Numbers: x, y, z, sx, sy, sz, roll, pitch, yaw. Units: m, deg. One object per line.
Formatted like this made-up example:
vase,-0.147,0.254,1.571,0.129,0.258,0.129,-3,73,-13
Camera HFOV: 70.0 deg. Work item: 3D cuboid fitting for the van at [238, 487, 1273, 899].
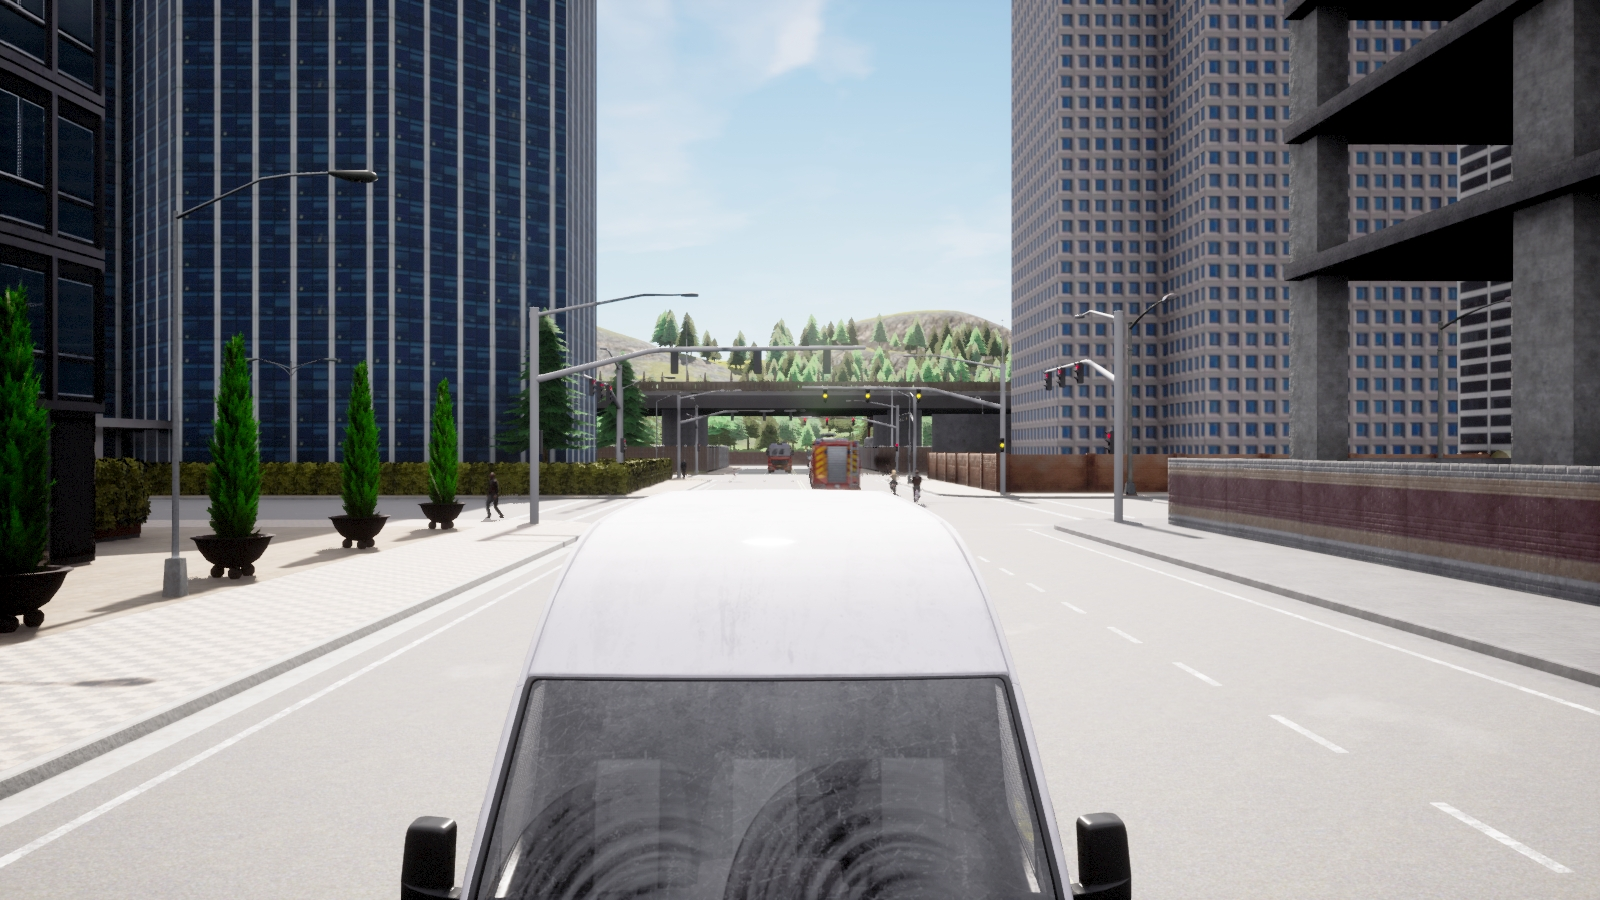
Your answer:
van,-0.128,1.535,5.152,1.988,2.561,5.915,0,0,-1

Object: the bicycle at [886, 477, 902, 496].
bicycle,5.733,2.233,69.881,0.859,1.126,1.487,0,0,-1

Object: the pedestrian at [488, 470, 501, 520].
pedestrian,-11.594,1.696,43.362,0.375,1.860,0.375,0,0,-44

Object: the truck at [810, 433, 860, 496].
truck,2.171,0.890,74.163,2.891,3.827,8.468,0,0,-1

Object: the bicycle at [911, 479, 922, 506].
bicycle,5.930,2.160,58.327,0.329,1.271,1.835,0,0,-1
